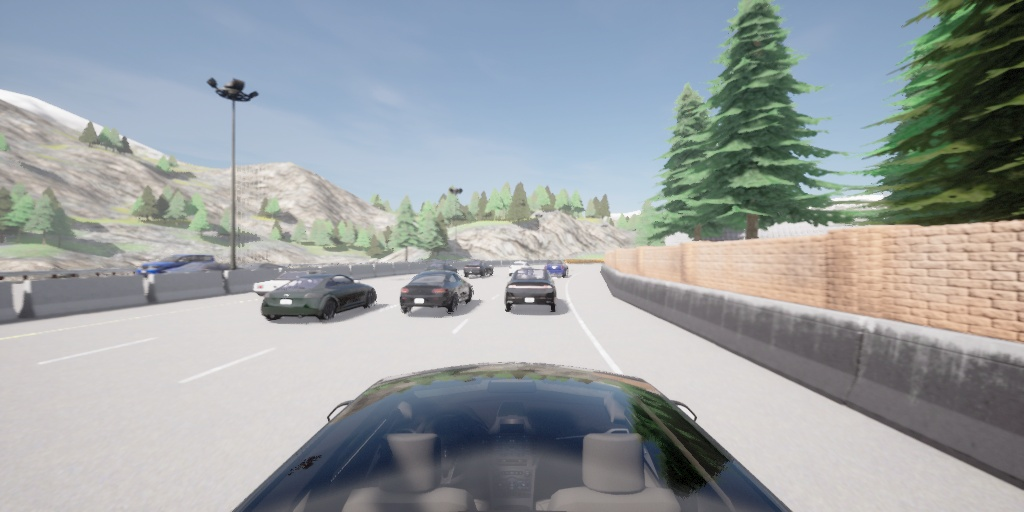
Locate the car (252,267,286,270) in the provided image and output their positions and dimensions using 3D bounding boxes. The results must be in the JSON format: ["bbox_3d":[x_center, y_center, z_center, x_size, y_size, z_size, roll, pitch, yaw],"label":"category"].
[{"bbox_3d":[-9.498,1.325,16.973,1.895,1.301,4.718,0,0,6],"label":"car"}]

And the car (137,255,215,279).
[{"bbox_3d":[-28.853,0.892,31.279,2.150,2.045,5.566,0,0,10],"label":"car"}]

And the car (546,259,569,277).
[{"bbox_3d":[4.402,1.115,35.410,2.097,1.767,4.553,0,0,13],"label":"car"}]

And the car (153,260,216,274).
[{"bbox_3d":[-22.555,1.236,26.620,2.033,1.411,5.357,0,0,9],"label":"car"}]

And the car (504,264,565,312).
[{"bbox_3d":[0.803,1.244,14.291,2.128,1.511,4.902,0,0,5],"label":"car"}]

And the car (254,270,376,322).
[{"bbox_3d":[-6.375,1.297,12.346,1.994,1.385,4.181,0,0,4],"label":"car"}]

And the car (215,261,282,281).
[{"bbox_3d":[-18.942,1.224,26.768,1.812,1.442,4.674,0,0,9],"label":"car"}]

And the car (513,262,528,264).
[{"bbox_3d":[0.916,1.279,35.973,1.812,1.442,4.674,0,0,13],"label":"car"}]

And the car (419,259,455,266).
[{"bbox_3d":[-6.714,1.296,33.960,1.994,1.385,4.181,0,0,12],"label":"car"}]

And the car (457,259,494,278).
[{"bbox_3d":[-3.098,1.234,34.089,2.128,1.511,4.902,0,0,13],"label":"car"}]

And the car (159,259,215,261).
[{"bbox_3d":[-25.624,1.206,29.347,1.812,1.442,4.674,0,0,10],"label":"car"}]

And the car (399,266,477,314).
[{"bbox_3d":[-2.766,1.268,13.732,1.812,1.442,4.674,0,0,5],"label":"car"}]
